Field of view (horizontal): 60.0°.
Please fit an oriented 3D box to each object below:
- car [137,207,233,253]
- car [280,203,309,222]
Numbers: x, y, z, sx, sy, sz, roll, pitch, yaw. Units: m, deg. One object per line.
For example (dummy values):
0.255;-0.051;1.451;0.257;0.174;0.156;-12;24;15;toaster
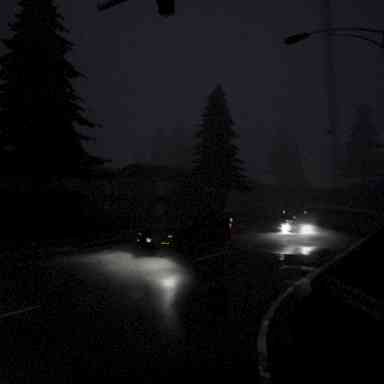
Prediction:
-0.088;1.411;13.488;1.837;1.490;4.892;1;1;36;car
7.901;1.494;25.501;1.895;1.301;4.718;1;0;18;car
